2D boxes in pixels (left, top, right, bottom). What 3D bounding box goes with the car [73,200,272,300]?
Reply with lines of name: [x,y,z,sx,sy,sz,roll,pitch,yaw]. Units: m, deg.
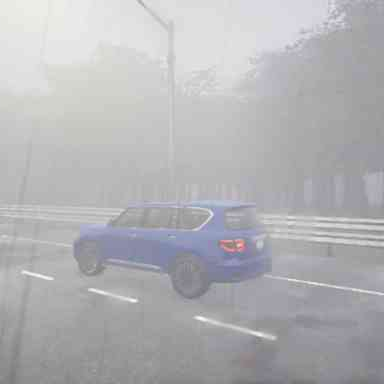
car: [-0.724,1.227,8.686,5.566,2.045,2.150,0,0,36]
